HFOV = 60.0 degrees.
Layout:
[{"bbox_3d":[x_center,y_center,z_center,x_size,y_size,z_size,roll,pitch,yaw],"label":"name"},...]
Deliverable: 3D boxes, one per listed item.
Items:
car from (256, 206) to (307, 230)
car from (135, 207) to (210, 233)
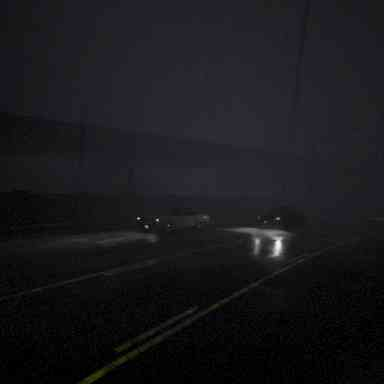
[{"bbox_3d":[6.147,1.648,22.401,1.812,1.442,4.674,1,-1,43],"label":"car"},{"bbox_3d":[-1.023,1.568,19.442,1.895,1.301,4.718,1,0,39],"label":"car"}]
